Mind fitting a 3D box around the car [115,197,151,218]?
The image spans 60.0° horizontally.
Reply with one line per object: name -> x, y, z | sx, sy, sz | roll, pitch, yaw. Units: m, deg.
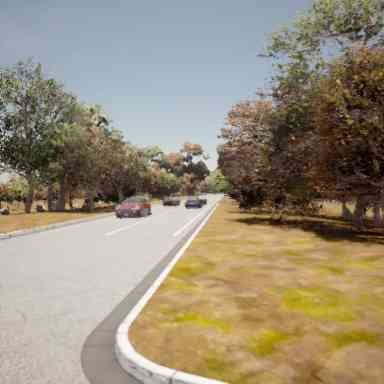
car -> -4.951, 1.213, 28.477 | 2.097, 1.767, 4.553 | 0, 0, 6

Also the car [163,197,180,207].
car -> -2.851, 1.422, 46.832 | 1.895, 1.301, 4.718 | 0, 0, 6

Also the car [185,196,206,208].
car -> 0.234, 1.332, 42.334 | 1.994, 1.385, 4.181 | 0, 0, 7
